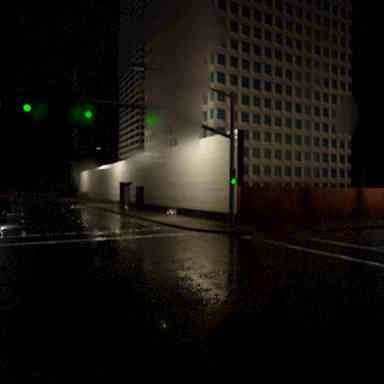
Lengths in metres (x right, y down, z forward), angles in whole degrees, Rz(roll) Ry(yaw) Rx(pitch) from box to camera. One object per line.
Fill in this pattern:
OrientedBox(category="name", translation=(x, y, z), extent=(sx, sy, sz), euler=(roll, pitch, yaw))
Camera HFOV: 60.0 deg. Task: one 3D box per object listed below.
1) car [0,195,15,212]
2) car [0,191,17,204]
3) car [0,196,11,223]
OrientedBox(category="car", translation=(-18.073, 1.274, 31.271), extent=(1.994, 1.385, 4.181), euler=(0, 0, -27))
OrientedBox(category="car", translation=(-26.778, 0.801, 48.193), extent=(2.150, 2.045, 5.566), euler=(0, 0, -27))
OrientedBox(category="car", translation=(-13.533, 1.285, 22.519), extent=(1.837, 1.490, 4.892), euler=(0, 0, -27))
